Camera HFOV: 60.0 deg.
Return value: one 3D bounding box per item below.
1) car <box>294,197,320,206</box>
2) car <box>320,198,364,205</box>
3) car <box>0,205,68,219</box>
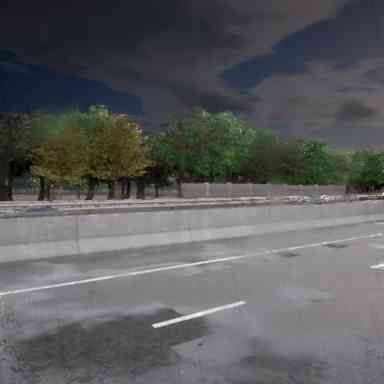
[{"bbox_3d":[12.405,1.220,34.202,4.181,1.385,1.994,-1,0,-35],"label":"car"},{"bbox_3d":[14.439,1.131,31.354,4.181,1.385,1.994,-1,0,-35],"label":"car"},{"bbox_3d":[-10.509,1.566,22.168,4.181,1.385,1.994,0,0,-35],"label":"car"}]
